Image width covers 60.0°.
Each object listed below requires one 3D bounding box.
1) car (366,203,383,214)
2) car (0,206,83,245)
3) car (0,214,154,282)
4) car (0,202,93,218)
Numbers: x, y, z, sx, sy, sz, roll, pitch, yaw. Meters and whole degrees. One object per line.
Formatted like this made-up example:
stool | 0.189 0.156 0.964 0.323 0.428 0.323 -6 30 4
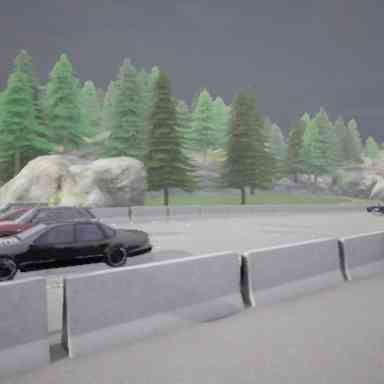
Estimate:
car | 24.449 2.127 42.904 4.718 1.301 1.895 1 -1 -35
car | -7.899 1.487 15.553 5.008 1.535 1.882 0 0 -35
car | -3.820 1.556 9.865 5.357 1.411 2.033 0 0 -35
car | -5.735 1.361 12.798 4.553 1.767 2.097 0 0 -35
